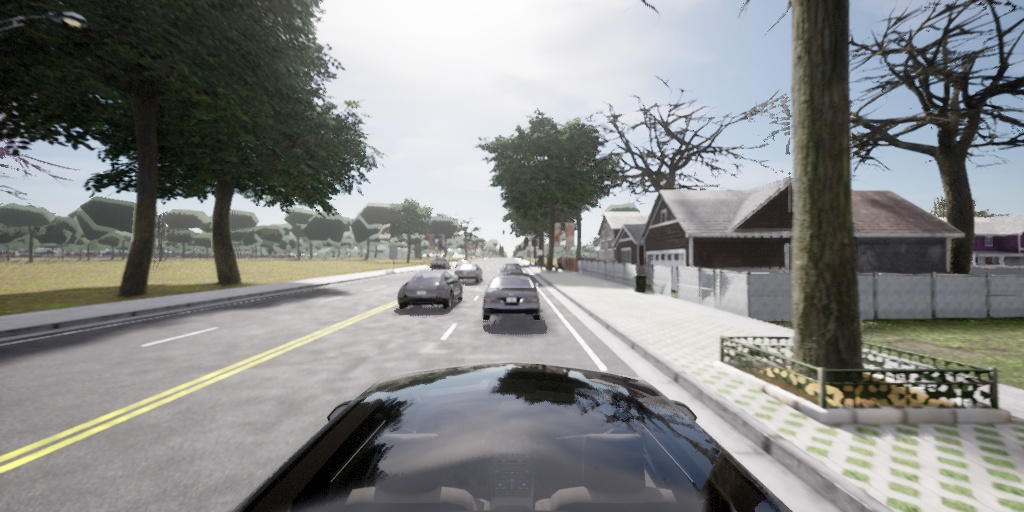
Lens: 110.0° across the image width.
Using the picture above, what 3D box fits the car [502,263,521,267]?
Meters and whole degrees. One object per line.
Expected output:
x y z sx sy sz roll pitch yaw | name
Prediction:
-0.042 1.251 27.595 2.033 1.411 5.357 0 0 0 | car

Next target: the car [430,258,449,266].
-9.914 1.020 49.648 2.097 1.767 4.553 0 0 0 | car

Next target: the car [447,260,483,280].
-3.292 1.251 27.579 2.033 1.411 5.357 0 0 0 | car

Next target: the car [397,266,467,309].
-3.238 1.288 14.889 1.994 1.385 4.181 0 0 0 | car

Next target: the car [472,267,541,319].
-0.005 1.276 12.586 2.033 1.411 5.357 0 0 0 | car

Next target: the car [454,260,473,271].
-6.665 1.234 49.366 1.994 1.385 4.181 0 0 0 | car
